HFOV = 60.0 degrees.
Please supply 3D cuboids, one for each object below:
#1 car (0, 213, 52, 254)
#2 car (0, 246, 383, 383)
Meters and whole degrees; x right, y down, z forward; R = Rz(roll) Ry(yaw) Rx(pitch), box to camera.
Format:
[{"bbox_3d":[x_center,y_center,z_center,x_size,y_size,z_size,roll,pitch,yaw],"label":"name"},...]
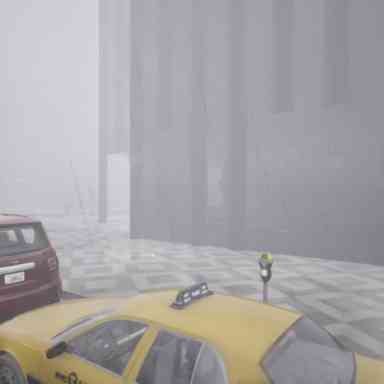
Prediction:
[{"bbox_3d":[-4.480,1.314,6.165,5.009,1.841,2.192,0,0,36],"label":"car"},{"bbox_3d":[-0.205,1.525,3.109,4.829,1.417,1.752,0,0,36],"label":"car"}]
